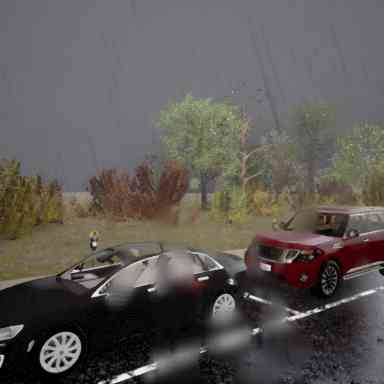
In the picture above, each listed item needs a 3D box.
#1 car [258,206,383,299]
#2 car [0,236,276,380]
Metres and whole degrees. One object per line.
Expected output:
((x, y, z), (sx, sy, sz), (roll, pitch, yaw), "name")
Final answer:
((3.657, 1.317, 8.679), (5.009, 1.841, 2.192), (0, 1, -35), "car")
((-0.952, 1.551, 5.406), (4.403, 1.369, 2.008), (0, 1, -35), "car")
